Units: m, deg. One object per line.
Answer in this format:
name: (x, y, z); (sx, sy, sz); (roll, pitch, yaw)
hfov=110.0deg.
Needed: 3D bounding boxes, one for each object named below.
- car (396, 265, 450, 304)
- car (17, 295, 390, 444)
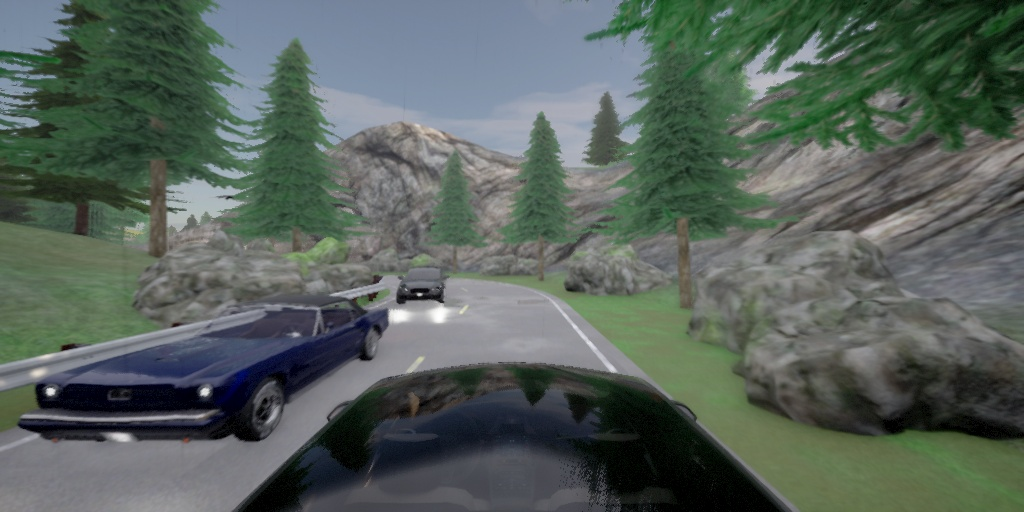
car: (-3.890, 1.194, 16.098); (1.837, 1.490, 4.892); (0, 1, -9)
car: (-3.559, 1.336, 5.474); (1.895, 1.301, 4.718); (0, 0, 0)
